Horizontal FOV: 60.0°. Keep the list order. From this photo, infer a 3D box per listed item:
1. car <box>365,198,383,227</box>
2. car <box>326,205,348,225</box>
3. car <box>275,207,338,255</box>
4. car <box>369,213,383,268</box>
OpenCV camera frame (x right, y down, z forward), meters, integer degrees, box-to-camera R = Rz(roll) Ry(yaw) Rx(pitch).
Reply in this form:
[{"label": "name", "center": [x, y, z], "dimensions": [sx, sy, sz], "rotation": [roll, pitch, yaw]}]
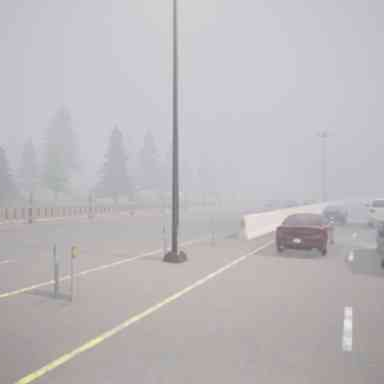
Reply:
[{"label": "car", "center": [14.080, 1.479, 24.366], "dimensions": [2.150, 2.045, 5.566], "rotation": [0, 0, 28]}, {"label": "car", "center": [11.617, 1.812, 27.171], "dimensions": [1.812, 1.442, 4.674], "rotation": [0, 0, 28]}, {"label": "car", "center": [4.951, 1.630, 14.294], "dimensions": [1.882, 1.535, 5.008], "rotation": [0, 0, 27]}, {"label": "car", "center": [7.301, 1.665, 11.224], "dimensions": [2.033, 1.411, 5.357], "rotation": [0, -1, 27]}]
